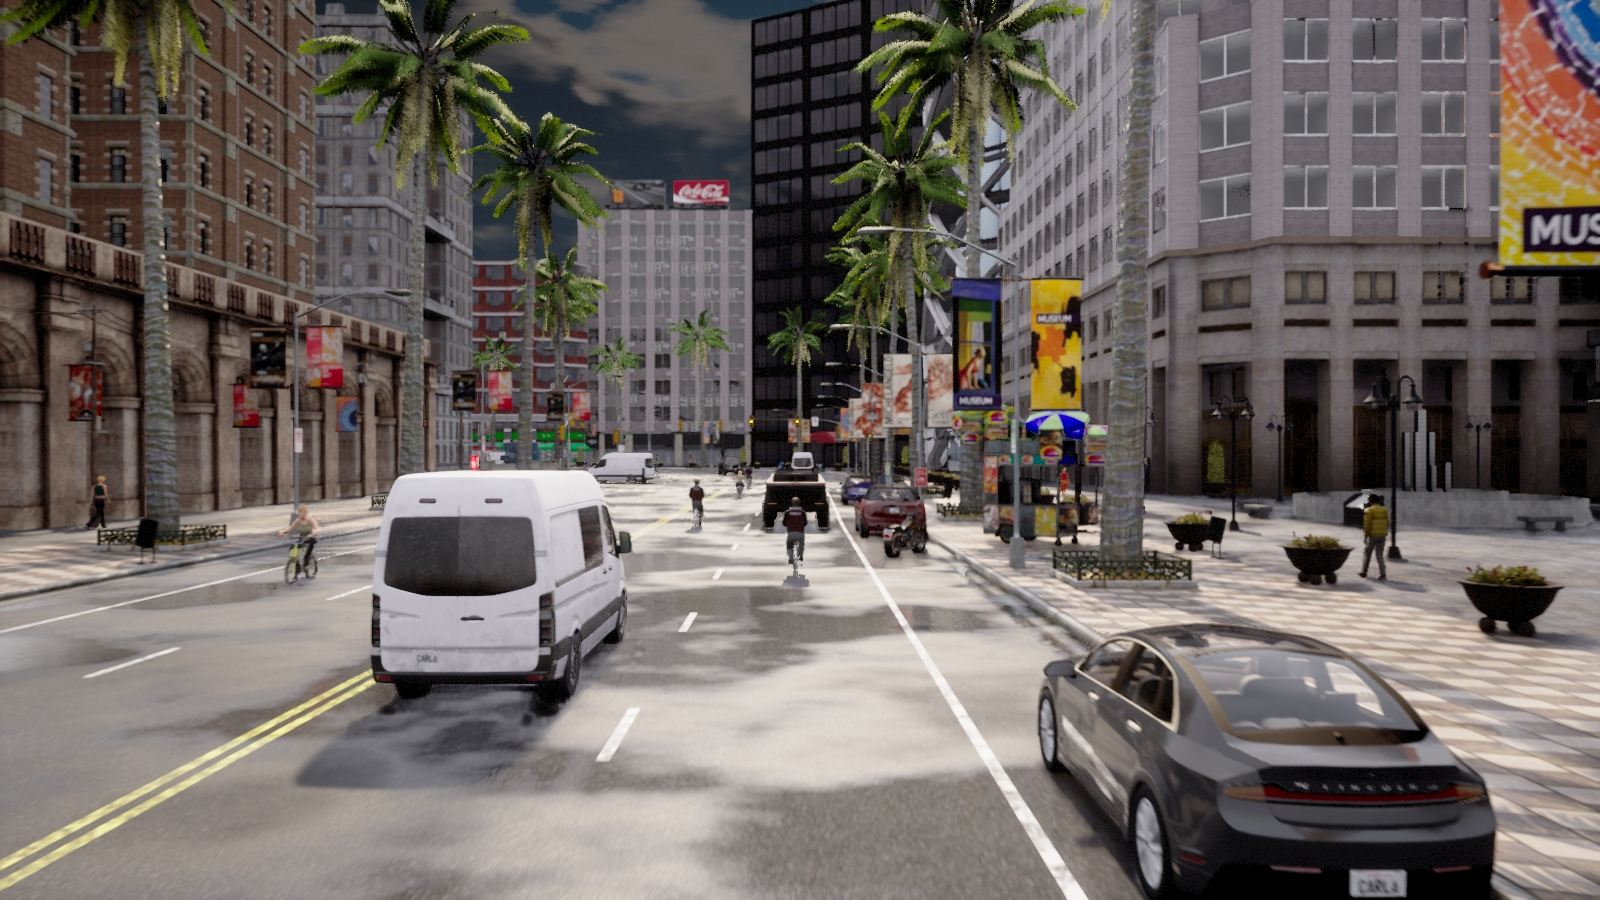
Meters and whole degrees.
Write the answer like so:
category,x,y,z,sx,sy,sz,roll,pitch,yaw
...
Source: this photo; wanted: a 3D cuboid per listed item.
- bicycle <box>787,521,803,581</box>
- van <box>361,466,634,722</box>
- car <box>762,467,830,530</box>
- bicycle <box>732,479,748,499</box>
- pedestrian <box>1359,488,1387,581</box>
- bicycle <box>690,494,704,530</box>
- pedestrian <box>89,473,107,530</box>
category,x,y,z,sx,sy,sz,roll,pitch,yaw
bicycle,-0.106,2.210,25.331,0.329,1.171,1.835,0,0,0
van,-3.557,1.534,14.770,1.988,2.561,5.915,0,0,0
car,-0.140,1.753,43.416,2.390,2.098,6.274,0,0,0
bicycle,-3.480,2.256,66.329,0.859,1.080,1.487,0,0,0
pedestrian,11.591,1.699,23.122,0.375,1.860,0.375,0,0,0
bicycle,-3.656,2.210,40.736,0.329,1.171,1.835,0,0,0
pedestrian,-23.261,1.698,37.863,0.375,1.860,0.375,0,0,6
